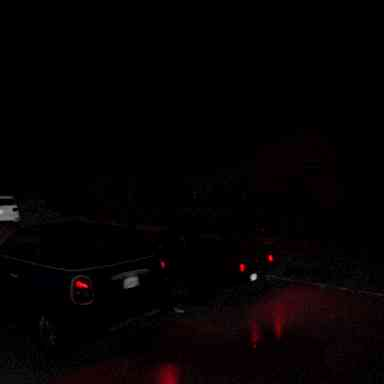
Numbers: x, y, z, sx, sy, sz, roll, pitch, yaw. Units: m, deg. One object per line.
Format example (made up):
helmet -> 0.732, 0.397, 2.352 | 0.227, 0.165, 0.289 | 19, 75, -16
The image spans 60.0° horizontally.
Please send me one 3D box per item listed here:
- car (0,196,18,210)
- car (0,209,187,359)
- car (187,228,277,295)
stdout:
car -> -13.075, 1.260, 22.034 | 2.150, 2.045, 5.566 | 0, 0, -38
car -> -2.548, 1.365, 6.282 | 4.553, 1.767, 2.097 | 0, 0, 39
car -> -0.312, 1.621, 8.887 | 4.718, 1.301, 1.895 | 0, 0, 40
